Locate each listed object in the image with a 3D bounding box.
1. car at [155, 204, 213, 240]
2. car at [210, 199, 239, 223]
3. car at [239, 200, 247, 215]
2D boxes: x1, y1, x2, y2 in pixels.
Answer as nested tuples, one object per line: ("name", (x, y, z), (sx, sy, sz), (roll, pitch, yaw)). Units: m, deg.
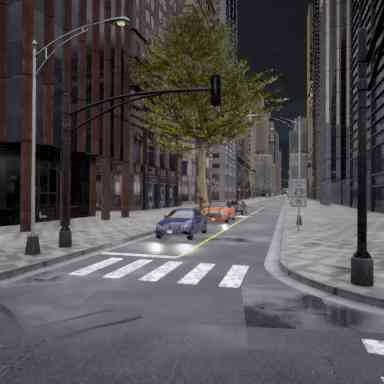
("car", (-0.414, 1.619, 17.922), (1.812, 1.442, 4.674), (0, 0, 16))
("car", (2.229, 1.498, 27.240), (2.097, 1.767, 4.553), (0, 0, 16))
("car", (5.061, 1.718, 37.197), (1.837, 1.490, 4.892), (0, 0, 16))
